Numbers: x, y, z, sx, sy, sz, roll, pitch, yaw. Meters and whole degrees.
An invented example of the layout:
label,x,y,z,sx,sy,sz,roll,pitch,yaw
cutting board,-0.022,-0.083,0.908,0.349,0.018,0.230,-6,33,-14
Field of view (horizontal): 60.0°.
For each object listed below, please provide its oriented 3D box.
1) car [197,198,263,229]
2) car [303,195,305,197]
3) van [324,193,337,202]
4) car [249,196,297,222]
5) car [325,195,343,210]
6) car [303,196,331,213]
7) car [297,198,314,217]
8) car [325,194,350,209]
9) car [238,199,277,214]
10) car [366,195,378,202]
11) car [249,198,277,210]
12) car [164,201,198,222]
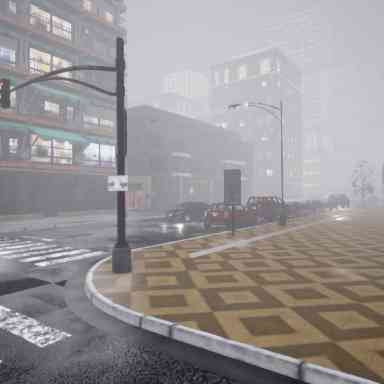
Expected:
label,x,y,z,sx,sy,sz,roll,pitch,yaw
car,2.481,1.353,20.757,1.967,1.590,4.097,-1,0,36
car,22.589,1.439,61.311,1.752,1.417,4.829,-1,0,36
van,29.326,1.229,70.452,1.690,1.788,3.998,-1,0,36
car,5.798,1.216,25.259,2.192,1.841,5.009,-1,0,36
car,15.757,1.415,38.764,2.008,1.369,4.403,-1,0,36
car,12.438,1.421,34.262,1.887,1.381,4.507,-1,0,36
car,9.120,1.471,29.760,1.802,1.307,4.206,-1,0,36
car,19.074,1.167,43.267,2.192,1.841,5.009,-1,0,36
car,7.279,1.495,36.379,2.033,1.411,5.357,-1,0,37
car,35.670,1.334,65.776,1.887,1.381,4.507,-1,0,36
car,9.314,1.489,43.303,1.752,1.417,4.829,-1,0,36
car,-0.180,1.480,26.273,1.837,1.490,4.892,-1,0,37
